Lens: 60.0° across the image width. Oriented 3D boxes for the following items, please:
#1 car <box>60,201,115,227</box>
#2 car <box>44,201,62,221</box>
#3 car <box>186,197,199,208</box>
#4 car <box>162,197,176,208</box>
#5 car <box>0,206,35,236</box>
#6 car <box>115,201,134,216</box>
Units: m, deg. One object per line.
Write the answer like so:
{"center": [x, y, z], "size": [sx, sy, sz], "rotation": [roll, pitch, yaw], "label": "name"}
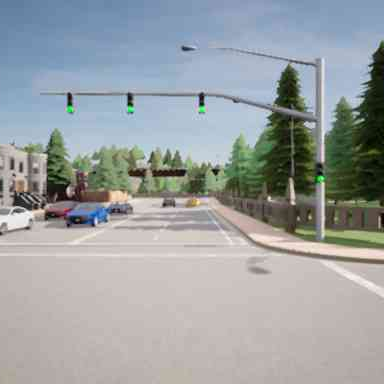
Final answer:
{"center": [-7.102, 1.489, 23.124], "size": [1.882, 1.535, 5.008], "rotation": [0, 0, 0], "label": "car"}
{"center": [-10.596, 1.492, 27.844], "size": [1.882, 1.535, 5.008], "rotation": [0, 0, 0], "label": "car"}
{"center": [0.084, 1.503, 50.166], "size": [1.882, 1.535, 5.008], "rotation": [0, 0, 0], "label": "car"}
{"center": [-3.418, 1.518, 50.160], "size": [2.128, 1.511, 4.902], "rotation": [0, 0, 0], "label": "car"}
{"center": [-10.602, 1.535, 18.791], "size": [1.812, 1.442, 4.674], "rotation": [0, 0, 0], "label": "car"}
{"center": [-7.077, 1.581, 33.112], "size": [1.994, 1.385, 4.181], "rotation": [0, 0, 0], "label": "car"}
